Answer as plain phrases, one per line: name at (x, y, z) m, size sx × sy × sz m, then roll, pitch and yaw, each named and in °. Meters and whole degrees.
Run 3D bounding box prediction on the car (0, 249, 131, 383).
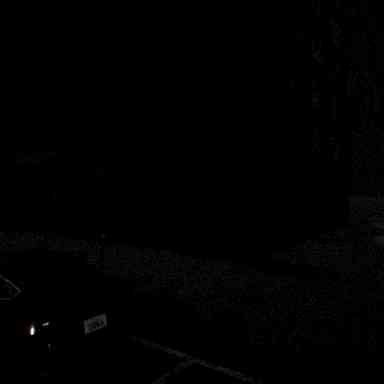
car at (-2.815, 1.566, 5.076) m, size 4.313 × 1.339 × 1.947 m, roll 0°, pitch 0°, yaw 35°
